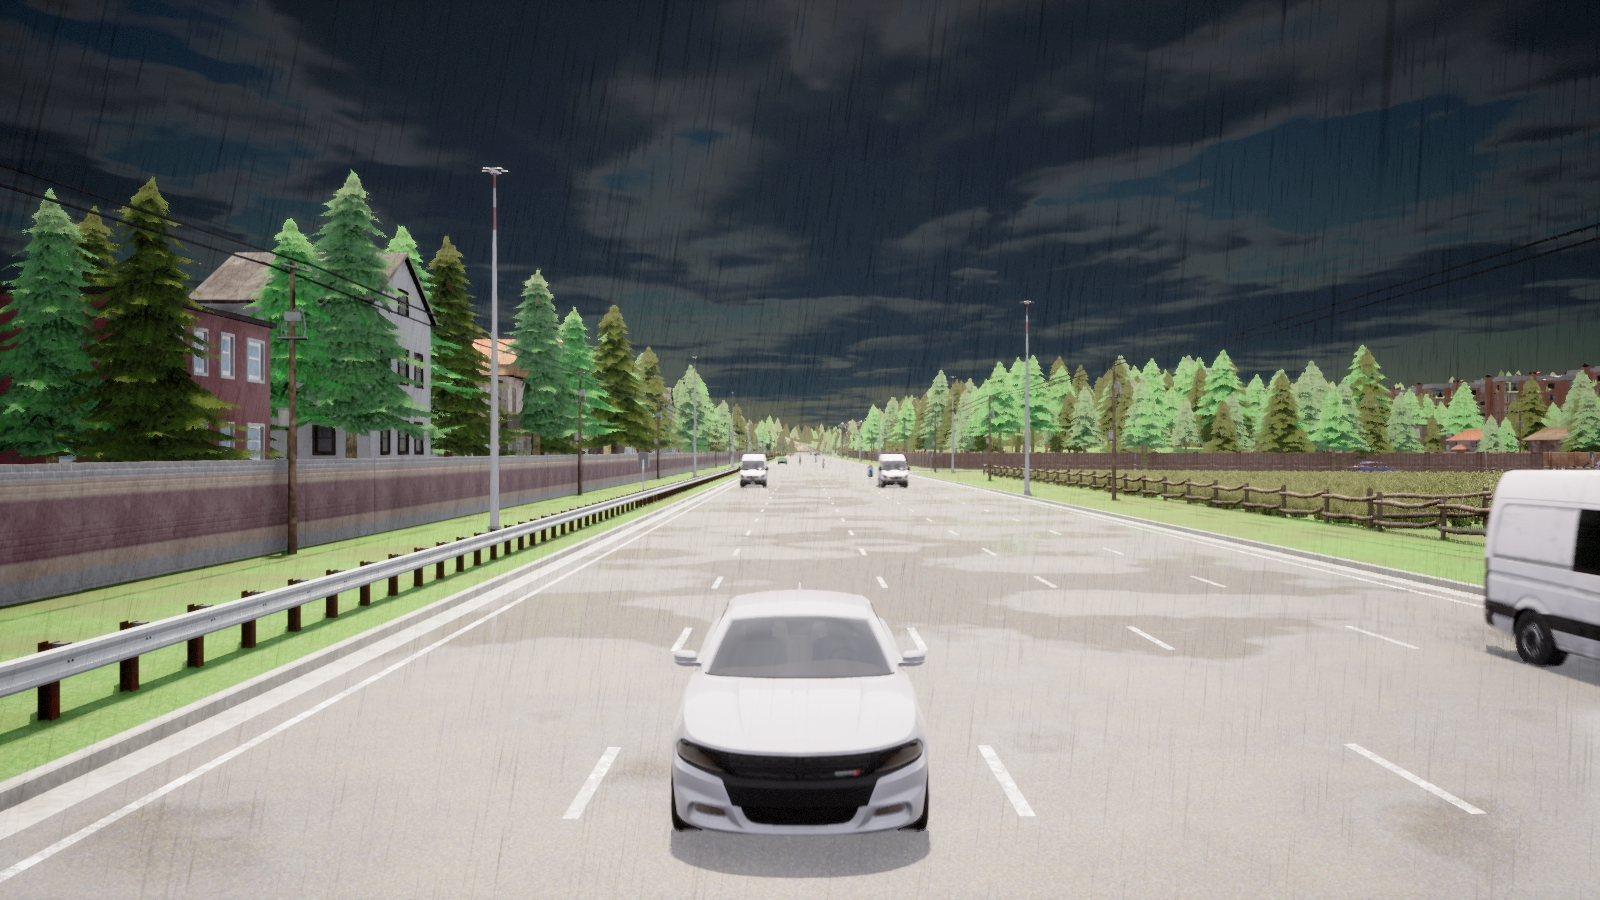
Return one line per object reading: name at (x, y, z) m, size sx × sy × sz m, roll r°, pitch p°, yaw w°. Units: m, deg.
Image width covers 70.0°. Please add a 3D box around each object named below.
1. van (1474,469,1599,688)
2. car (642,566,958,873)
van at (10.494, 1.544, 13.154) m, size 1.988 × 2.561 × 5.915 m, roll 0°, pitch 0°, yaw 0°
car at (-0.002, 2.042, 10.094) m, size 2.097 × 1.535 × 5.006 m, roll 0°, pitch 0°, yaw 0°
